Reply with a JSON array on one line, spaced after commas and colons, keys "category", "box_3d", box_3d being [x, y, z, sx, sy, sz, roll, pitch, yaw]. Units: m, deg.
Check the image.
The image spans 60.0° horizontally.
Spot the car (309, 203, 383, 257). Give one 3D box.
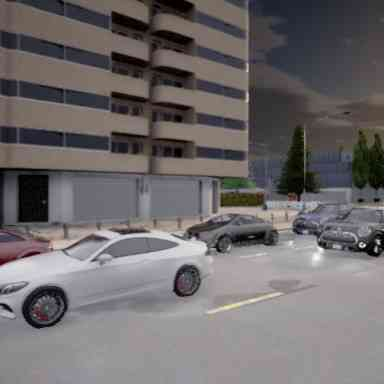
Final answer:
[{"category": "car", "box_3d": [7.065, 1.395, 13.306, 4.553, 1.767, 2.097, 0, 0, -35]}]

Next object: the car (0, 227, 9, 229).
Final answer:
[{"category": "car", "box_3d": [-5.749, 1.565, 8.480, 4.181, 1.385, 1.994, 0, 0, -36]}]

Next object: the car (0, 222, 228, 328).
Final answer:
[{"category": "car", "box_3d": [-1.645, 1.534, 7.103, 4.674, 1.442, 1.812, 0, 0, -35]}]

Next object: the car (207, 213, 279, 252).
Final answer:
[{"category": "car", "box_3d": [1.662, 1.593, 13.775, 4.181, 1.385, 1.994, 0, 0, -36]}]

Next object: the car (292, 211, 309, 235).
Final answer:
[{"category": "car", "box_3d": [7.447, 1.404, 17.782, 4.553, 1.767, 2.097, 0, 0, -36]}]
